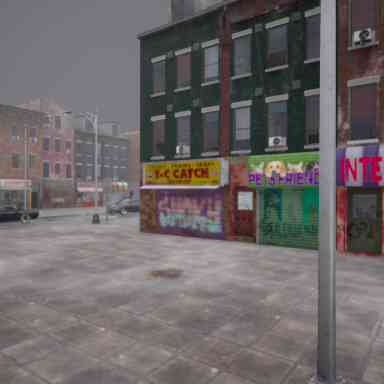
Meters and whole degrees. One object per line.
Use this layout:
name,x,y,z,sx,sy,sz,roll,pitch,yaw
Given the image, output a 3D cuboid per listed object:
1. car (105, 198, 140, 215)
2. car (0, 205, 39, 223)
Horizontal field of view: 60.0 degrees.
car,-6.072,1.374,31.907,1.837,1.490,4.892,0,0,35
car,-12.939,1.532,22.268,1.895,1.301,4.718,0,0,35
